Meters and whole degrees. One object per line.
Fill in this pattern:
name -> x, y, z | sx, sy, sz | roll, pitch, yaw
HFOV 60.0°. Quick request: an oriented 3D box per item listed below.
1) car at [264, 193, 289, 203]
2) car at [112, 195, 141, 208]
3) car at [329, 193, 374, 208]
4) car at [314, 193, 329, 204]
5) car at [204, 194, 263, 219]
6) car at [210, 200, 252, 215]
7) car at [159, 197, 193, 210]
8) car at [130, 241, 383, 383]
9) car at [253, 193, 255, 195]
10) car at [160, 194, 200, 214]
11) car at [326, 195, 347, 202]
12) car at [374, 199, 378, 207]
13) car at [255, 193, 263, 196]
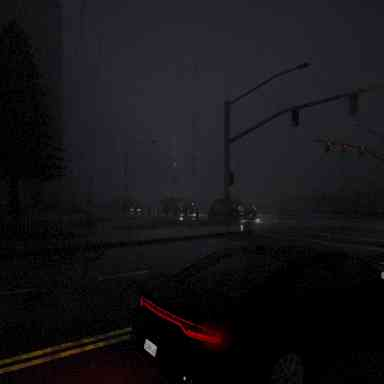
car -> 16.283, 1.395, 63.207 | 1.970, 1.475, 3.806 | 0, 0, -35
car -> -8.831, 1.492, 46.231 | 2.128, 1.511, 4.902 | 0, 0, -36
car -> 21.815, 1.153, 45.773 | 1.932, 1.855, 4.605 | 0, 0, -35
car -> 29.998, 1.153, 73.077 | 1.932, 1.855, 4.605 | 0, 0, -35
car -> 3.522, 1.352, 28.986 | 2.097, 1.767, 4.553 | 0, 0, -36
car -> 3.990, 1.564, 34.338 | 1.994, 1.385, 4.181 | 0, 0, -36
car -> -2.149, 1.478, 42.908 | 1.882, 1.535, 5.008 | 0, 0, -36
car -> 1.587, 1.478, 4.927 | 5.008, 1.535, 1.882 | 0, 0, -35
car -> 12.227, 1.395, 78.856 | 1.970, 1.475, 3.806 | 0, 0, -35
car -> -1.612, 1.352, 36.147 | 2.097, 1.767, 4.553 | 0, 0, -36
car -> 32.395, 1.364, 74.704 | 1.784, 1.438, 3.905 | 0, 0, -35
car -> 24.205, 1.156, 47.406 | 1.905, 1.878, 3.866 | 0, 0, -35
car -> 14.586, 1.364, 80.534 | 1.784, 1.438, 3.905 | 0, 0, -35
